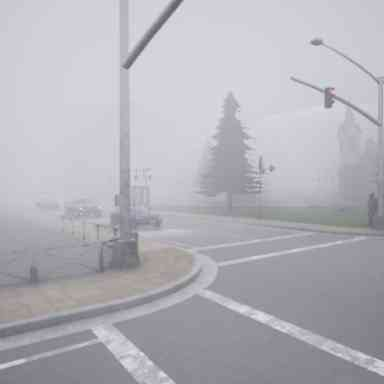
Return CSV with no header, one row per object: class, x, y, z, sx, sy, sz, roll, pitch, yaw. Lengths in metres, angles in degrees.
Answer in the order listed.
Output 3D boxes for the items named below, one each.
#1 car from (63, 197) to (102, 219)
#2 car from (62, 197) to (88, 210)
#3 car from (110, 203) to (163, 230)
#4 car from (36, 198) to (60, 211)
car,-9.561,1.300,29.160,2.097,1.767,4.553,0,0,-36
car,-15.182,1.431,43.008,1.837,1.490,4.892,0,0,-36
car,-3.685,1.472,21.212,1.812,1.442,4.674,0,0,-37
car,-17.148,1.427,39.552,1.882,1.535,5.008,0,0,-36
